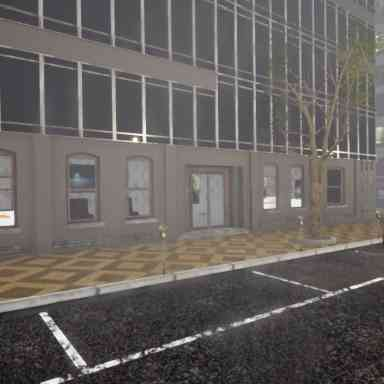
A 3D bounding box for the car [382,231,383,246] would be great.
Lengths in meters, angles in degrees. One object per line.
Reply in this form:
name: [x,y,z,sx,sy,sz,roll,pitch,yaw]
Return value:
car: [9.365,1.436,13.280,4.097,1.590,1.967,0,-1,-36]
